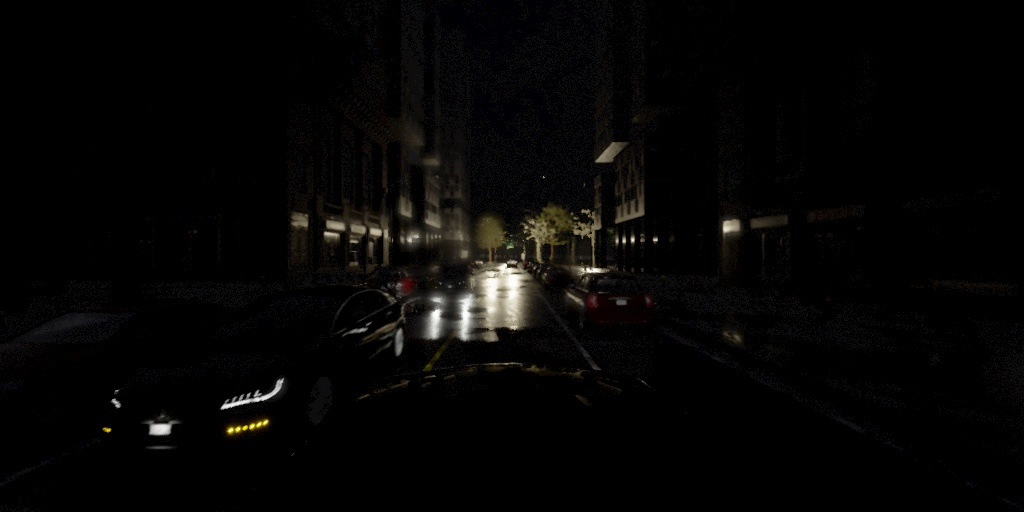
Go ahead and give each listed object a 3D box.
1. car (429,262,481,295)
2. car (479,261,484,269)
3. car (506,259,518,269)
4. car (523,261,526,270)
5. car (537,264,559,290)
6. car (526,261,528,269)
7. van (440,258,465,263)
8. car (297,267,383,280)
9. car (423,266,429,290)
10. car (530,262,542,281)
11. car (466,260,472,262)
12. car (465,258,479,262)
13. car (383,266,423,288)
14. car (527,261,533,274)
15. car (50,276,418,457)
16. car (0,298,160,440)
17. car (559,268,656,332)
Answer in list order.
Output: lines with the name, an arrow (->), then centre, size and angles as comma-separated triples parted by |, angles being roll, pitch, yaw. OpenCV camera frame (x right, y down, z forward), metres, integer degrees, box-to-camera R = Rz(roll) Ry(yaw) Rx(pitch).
car -> -3.070, 1.282, 20.209 | 1.837, 1.490, 4.892 | 0, 0, 0
car -> -5.760, 1.463, 56.339 | 1.948, 1.339, 4.313 | 0, 0, 0
car -> 0.003, 1.529, 61.972 | 1.895, 1.301, 4.718 | 0, 0, 0
car -> 2.764, 1.396, 44.971 | 2.007, 1.370, 4.403 | 0, 0, 0
car -> 2.764, 1.364, 22.296 | 1.802, 1.307, 4.207 | 0, 0, 0
car -> 2.764, 1.407, 39.303 | 1.802, 1.307, 4.207 | 0, 0, 0
van -> -5.761, 1.148, 33.665 | 1.690, 1.789, 3.998 | 0, 0, 0
car -> -5.762, 1.198, 10.988 | 1.967, 1.591, 4.097 | 0, 0, 0
car -> -5.762, 1.331, 22.327 | 2.007, 1.370, 4.403 | 0, 0, 0
car -> 2.764, 1.345, 27.966 | 2.007, 1.370, 4.403 | 0, 0, 0
car -> -5.761, 1.406, 39.333 | 1.802, 1.307, 4.207 | 0, 0, 0
car -> -5.760, 1.159, 45.001 | 2.192, 1.841, 5.009 | 0, 0, 0
car -> -5.762, 1.208, 16.658 | 1.967, 1.591, 4.097 | 0, 0, 0
car -> 2.764, 1.359, 33.635 | 2.007, 1.370, 4.403 | 0, 0, 0
car -> -3.077, 1.256, 5.564 | 1.837, 1.490, 4.892 | 0, 0, 0
car -> -5.762, 1.334, 5.321 | 1.802, 1.307, 4.207 | 0, 0, 0
car -> 2.763, 1.199, 10.958 | 1.967, 1.591, 4.097 | 0, 0, 0
